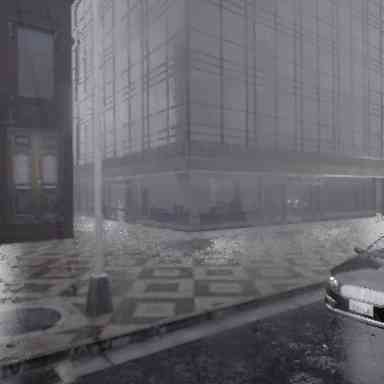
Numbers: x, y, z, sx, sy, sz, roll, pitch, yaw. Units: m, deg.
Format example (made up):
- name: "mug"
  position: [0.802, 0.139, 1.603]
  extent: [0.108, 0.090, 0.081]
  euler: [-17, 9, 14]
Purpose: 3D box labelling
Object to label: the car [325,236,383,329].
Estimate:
- name: "car"
  position: [4.593, 1.533, 6.573]
  extent: [4.902, 1.511, 2.128]
  euler: [0, 0, -36]
